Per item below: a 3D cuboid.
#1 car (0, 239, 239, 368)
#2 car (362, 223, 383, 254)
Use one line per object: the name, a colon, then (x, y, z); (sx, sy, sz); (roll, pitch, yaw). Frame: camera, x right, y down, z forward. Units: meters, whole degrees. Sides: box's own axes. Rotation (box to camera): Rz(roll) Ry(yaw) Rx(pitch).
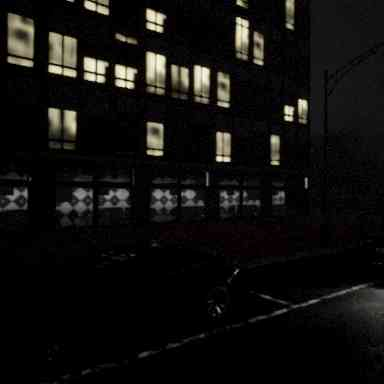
car: (-1.075, 1.575, 5.791); (4.313, 1.339, 1.947); (0, 0, -35)
car: (8.158, 1.609, 12.473); (4.313, 1.339, 1.947); (0, 0, -35)
